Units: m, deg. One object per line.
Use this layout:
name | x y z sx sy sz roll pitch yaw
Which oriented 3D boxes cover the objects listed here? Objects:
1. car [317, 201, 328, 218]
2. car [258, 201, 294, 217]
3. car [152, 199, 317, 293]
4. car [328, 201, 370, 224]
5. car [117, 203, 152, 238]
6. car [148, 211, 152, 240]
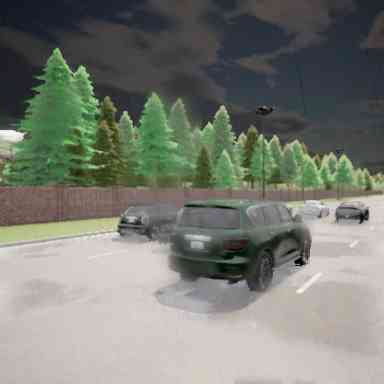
car | 10.747 1.481 29.269 1.812 1.442 4.674 0 0 34
car | 8.045 1.552 31.525 1.895 1.301 4.718 0 0 34
car | 1.600 1.207 9.219 2.150 2.045 5.566 0 0 34
car | 12.041 1.453 24.897 2.128 1.511 4.902 0 0 34
car | -1.605 1.326 17.035 2.097 1.767 4.553 0 0 34
car | 0.770 1.525 14.289 2.033 1.411 5.357 0 0 34
